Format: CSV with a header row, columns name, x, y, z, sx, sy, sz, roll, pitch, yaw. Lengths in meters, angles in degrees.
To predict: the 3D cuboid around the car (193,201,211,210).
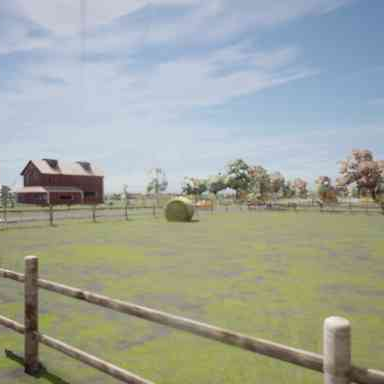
name,x,y,z,sx,sy,sz,roll,pitch,yaw
car,1.843,2.271,58.566,1.882,1.535,5.008,-1,-1,35
